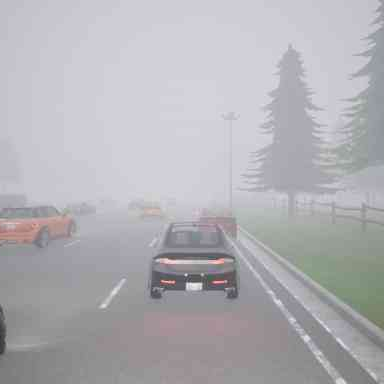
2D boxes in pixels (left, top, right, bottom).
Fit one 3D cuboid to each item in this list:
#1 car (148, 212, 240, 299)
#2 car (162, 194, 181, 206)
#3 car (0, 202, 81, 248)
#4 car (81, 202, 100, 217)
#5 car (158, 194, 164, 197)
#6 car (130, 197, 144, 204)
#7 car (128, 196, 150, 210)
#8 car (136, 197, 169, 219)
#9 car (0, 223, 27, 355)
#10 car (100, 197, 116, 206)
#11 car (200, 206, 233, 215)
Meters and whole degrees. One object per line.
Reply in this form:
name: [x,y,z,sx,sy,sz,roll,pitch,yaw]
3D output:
car: [0.059,1.494,8.434,2.128,1.511,4.902,0,0,0]
car: [-3.356,1.564,54.801,2.033,1.411,5.357,0,0,0]
car: [-6.888,1.356,14.848,2.097,1.767,4.553,0,0,0]
car: [-10.376,1.610,30.911,1.895,1.301,4.718,0,0,0]
car: [-6.935,1.550,84.693,1.812,1.442,4.674,0,0,0]
car: [-10.351,1.584,63.131,1.994,1.385,4.181,0,0,0]
car: [-6.881,1.538,42.147,1.812,1.442,4.674,0,0,0]
car: [-3.378,1.486,29.327,1.882,1.535,5.008,0,0,0]
car: [-3.398,1.353,2.373,2.097,1.767,4.553,0,0,0]
car: [-13.868,1.542,54.882,1.812,1.442,4.674,0,0,0]
car: [1.238,1.483,17.775,1.882,1.535,5.008,0,0,0]
